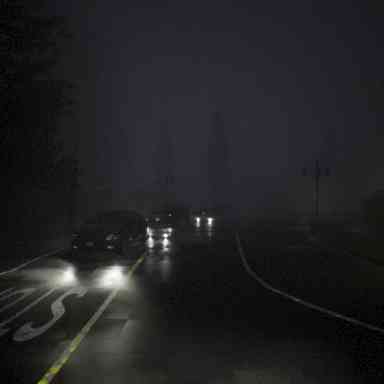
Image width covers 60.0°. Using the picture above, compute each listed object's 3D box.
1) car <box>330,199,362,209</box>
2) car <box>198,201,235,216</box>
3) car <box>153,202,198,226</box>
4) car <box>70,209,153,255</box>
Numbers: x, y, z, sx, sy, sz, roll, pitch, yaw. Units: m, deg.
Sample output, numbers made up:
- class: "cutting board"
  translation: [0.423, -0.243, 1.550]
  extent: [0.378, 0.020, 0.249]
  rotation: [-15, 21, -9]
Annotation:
- class: "car"
  translation: [20.892, 1.599, 44.875]
  extent: [4.718, 1.301, 1.895]
  rotation: [0, 0, -28]
- class: "car"
  translation: [2.407, 1.551, 32.438]
  extent: [2.033, 1.411, 5.357]
  rotation: [0, 0, 31]
- class: "car"
  translation: [-1.497, 1.496, 23.600]
  extent: [2.128, 1.511, 4.902]
  rotation: [0, 0, 17]
- class: "car"
  translation: [-3.161, 1.480, 13.547]
  extent: [1.882, 1.535, 5.008]
  rotation: [0, 0, 6]
